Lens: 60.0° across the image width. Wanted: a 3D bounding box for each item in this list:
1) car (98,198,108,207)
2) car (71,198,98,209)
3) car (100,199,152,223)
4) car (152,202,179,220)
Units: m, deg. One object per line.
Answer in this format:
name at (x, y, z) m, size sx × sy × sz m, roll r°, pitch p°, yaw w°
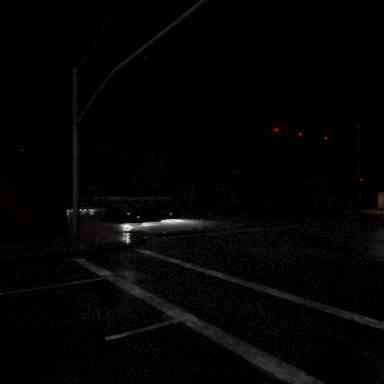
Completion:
car at (-13.007, 1.596, 49.029) m, size 1.994 × 1.385 × 4.181 m, roll 0°, pitch 0°, yaw -35°
car at (-15.274, 1.573, 46.171) m, size 2.033 × 1.411 × 5.357 m, roll 0°, pitch 0°, yaw -36°
car at (-5.283, 1.545, 26.183) m, size 1.812 × 1.442 × 4.674 m, roll 0°, pitch 0°, yaw -36°
car at (-2.877, 1.587, 28.798) m, size 1.994 × 1.385 × 4.181 m, roll 0°, pitch 0°, yaw -36°
